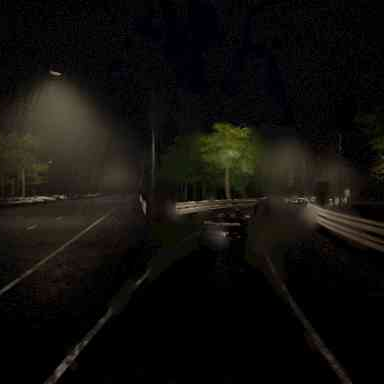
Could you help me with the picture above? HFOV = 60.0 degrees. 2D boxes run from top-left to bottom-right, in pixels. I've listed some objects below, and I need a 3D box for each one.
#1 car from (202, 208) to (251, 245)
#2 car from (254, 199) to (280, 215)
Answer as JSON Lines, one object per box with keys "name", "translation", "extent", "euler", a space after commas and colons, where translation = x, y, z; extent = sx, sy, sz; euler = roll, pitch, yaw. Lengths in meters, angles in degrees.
{"name": "car", "translation": [1.673, 1.503, 15.631], "extent": [2.128, 1.511, 4.902], "euler": [0, 0, 11]}
{"name": "car", "translation": [7.839, 1.533, 34.621], "extent": [1.882, 1.535, 5.008], "euler": [0, 0, 25]}
